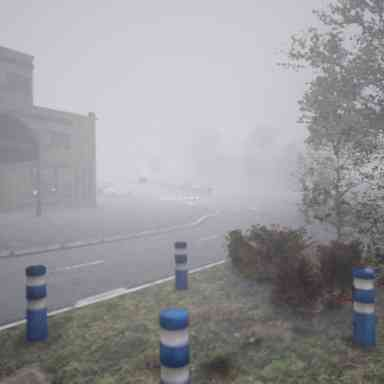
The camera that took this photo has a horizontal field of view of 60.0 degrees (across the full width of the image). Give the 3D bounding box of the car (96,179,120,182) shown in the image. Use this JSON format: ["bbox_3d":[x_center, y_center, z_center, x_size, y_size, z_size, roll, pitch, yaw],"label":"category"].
[{"bbox_3d":[-14.936,-0.788,55.894,2.185,1.767,4.553,5,6,35],"label":"car"}]

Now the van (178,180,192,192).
[{"bbox_3d":[-0.169,-0.991,64.741,1.878,1.987,4.442,5,5,37],"label":"van"}]

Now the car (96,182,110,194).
[{"bbox_3d":[-13.246,-0.389,53.511,2.163,1.488,4.792,4,6,35],"label":"car"}]

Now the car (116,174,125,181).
[{"bbox_3d":[-16.860,-3.532,89.571,2.435,2.045,5.566,5,5,35],"label":"car"}]

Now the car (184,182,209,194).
[{"bbox_3d":[1.392,-0.512,62.163,2.097,1.535,5.008,5,5,37],"label":"car"}]

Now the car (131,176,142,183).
[{"bbox_3d":[-11.801,-2.496,82.153,2.163,1.488,4.792,5,5,36],"label":"car"}]

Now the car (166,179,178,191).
[{"bbox_3d":[-1.892,-1.264,67.114,2.435,2.045,5.566,6,5,37],"label":"car"}]

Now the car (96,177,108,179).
[{"bbox_3d":[-18.333,-1.278,60.693,2.185,1.767,4.553,5,6,35],"label":"car"}]

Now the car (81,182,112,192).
[{"bbox_3d":[-16.675,-0.875,58.258,2.163,1.488,4.792,5,6,35],"label":"car"}]

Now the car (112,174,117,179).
[{"bbox_3d":[-18.695,-3.528,91.864,1.946,1.575,5.366,6,5,35],"label":"car"}]

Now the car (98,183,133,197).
[{"bbox_3d":[-11.560,-0.131,51.088,2.002,1.452,4.674,4,6,34],"label":"car"}]

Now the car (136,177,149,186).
[{"bbox_3d":[-10.136,-2.272,79.642,2.231,1.521,4.892,6,5,36],"label":"car"}]

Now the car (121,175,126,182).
[{"bbox_3d":[-15.190,-3.029,87.099,2.231,1.521,4.892,5,5,35],"label":"car"}]

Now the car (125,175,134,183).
[{"bbox_3d":[-13.468,-3.029,84.625,2.435,2.045,5.566,5,5,36],"label":"car"}]

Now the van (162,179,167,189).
[{"bbox_3d":[-3.589,-1.487,69.542,1.878,1.987,4.442,6,5,37],"label":"van"}]

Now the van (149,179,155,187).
[{"bbox_3d":[-6.751,-1.998,74.731,1.878,1.987,4.442,5,5,36],"label":"van"}]

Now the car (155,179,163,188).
[{"bbox_3d":[-5.194,-1.642,72.120,2.185,1.767,4.553,5,5,36],"label":"car"}]
